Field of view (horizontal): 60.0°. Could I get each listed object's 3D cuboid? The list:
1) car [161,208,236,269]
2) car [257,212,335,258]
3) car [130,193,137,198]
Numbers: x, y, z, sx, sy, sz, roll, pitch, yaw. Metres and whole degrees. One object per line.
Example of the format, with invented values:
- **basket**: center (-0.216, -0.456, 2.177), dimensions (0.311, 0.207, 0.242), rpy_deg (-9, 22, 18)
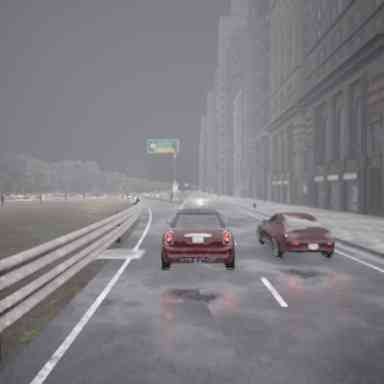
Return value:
- **car**: center (0.180, 1.302, 11.130), dimensions (2.097, 1.767, 4.553), rpy_deg (0, 0, 0)
- **car**: center (3.687, 1.467, 12.353), dimensions (1.812, 1.442, 4.674), rpy_deg (0, 0, 0)
- **car**: center (-15.610, 0.932, 87.341), dimensions (2.128, 1.511, 4.902), rpy_deg (0, 0, -15)
